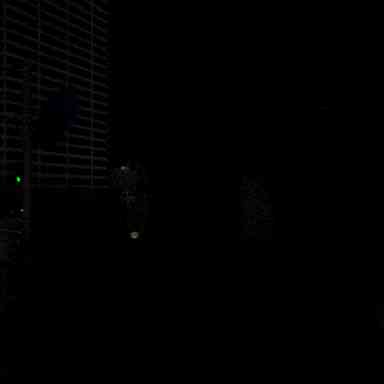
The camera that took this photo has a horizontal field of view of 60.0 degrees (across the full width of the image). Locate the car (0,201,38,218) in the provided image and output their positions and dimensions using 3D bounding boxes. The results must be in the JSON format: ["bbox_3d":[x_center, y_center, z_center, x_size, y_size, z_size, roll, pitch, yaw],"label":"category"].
[{"bbox_3d":[-15.514,1.540,30.647,2.033,1.411,5.357,0,0,35],"label":"car"}]

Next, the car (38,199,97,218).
[{"bbox_3d":[-11.142,1.471,30.767,1.882,1.535,5.008,0,0,35],"label":"car"}]
